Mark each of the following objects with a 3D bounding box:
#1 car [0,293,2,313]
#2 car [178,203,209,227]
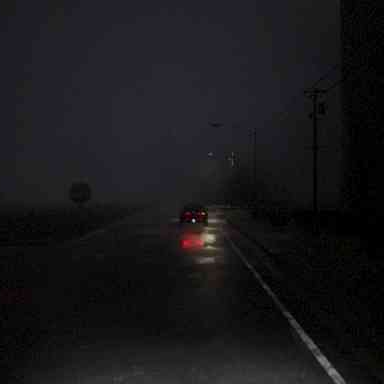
[{"bbox_3d":[-3.684,1.565,3.615,1.994,1.385,4.181,0,0,-14],"label":"car"},{"bbox_3d":[0.105,1.513,22.885,1.837,1.490,4.892,0,0,0],"label":"car"}]
